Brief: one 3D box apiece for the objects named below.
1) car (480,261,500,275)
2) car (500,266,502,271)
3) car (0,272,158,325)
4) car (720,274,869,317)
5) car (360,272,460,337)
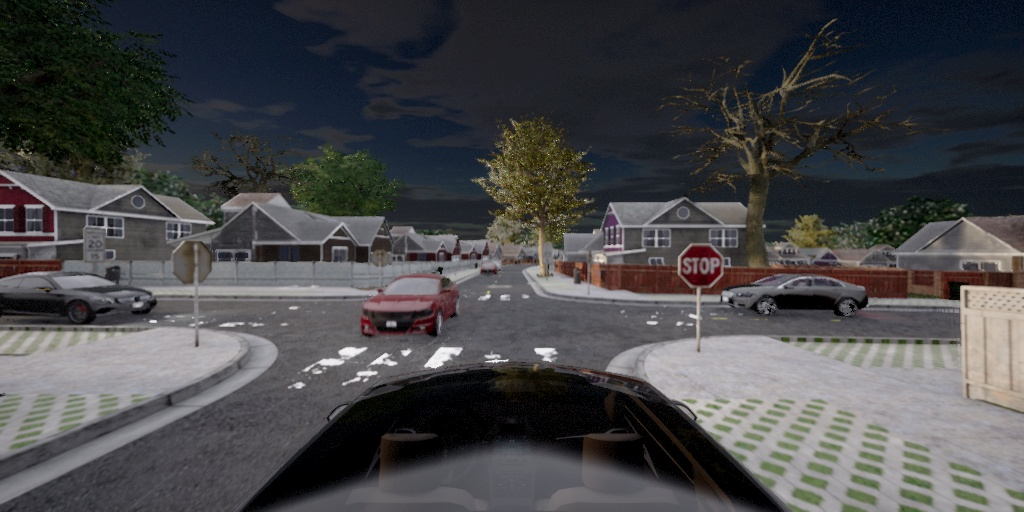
[{"bbox_3d":[-2.745,1.485,42.827,1.882,1.535,5.008,0,0,0],"label":"car"},{"bbox_3d":[-2.688,1.538,53.681,1.812,1.442,4.674,0,0,2],"label":"car"},{"bbox_3d":[-13.881,1.222,11.137,4.674,1.442,1.812,1,1,1],"label":"car"},{"bbox_3d":[10.767,1.453,13.872,4.902,1.511,2.128,1,1,2],"label":"car"},{"bbox_3d":[-2.744,1.276,10.653,1.882,1.535,5.008,0,0,0],"label":"car"}]
